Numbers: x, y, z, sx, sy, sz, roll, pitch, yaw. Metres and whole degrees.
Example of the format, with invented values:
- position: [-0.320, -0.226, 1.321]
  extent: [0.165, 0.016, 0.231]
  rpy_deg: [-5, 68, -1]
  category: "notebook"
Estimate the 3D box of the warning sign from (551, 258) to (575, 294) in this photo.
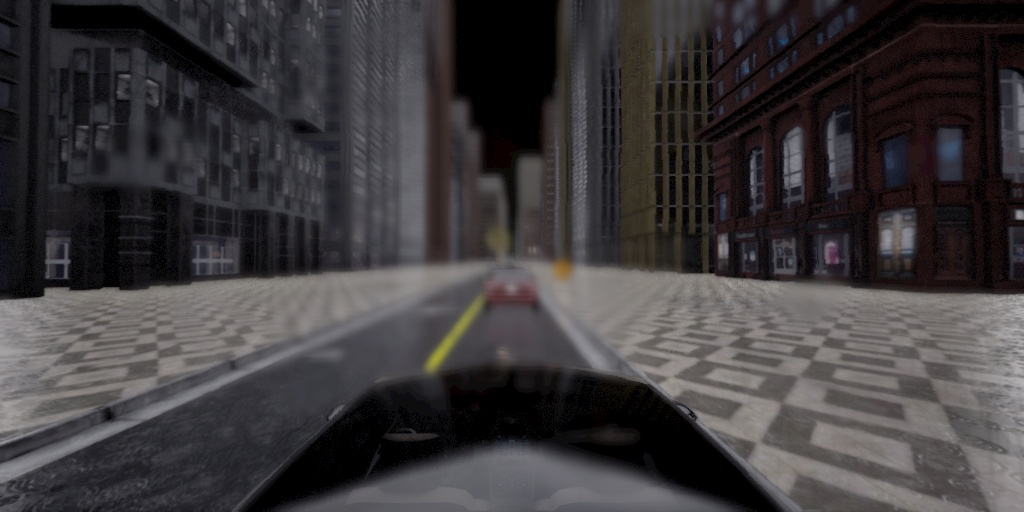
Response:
- position: [2.703, 1.043, 18.989]
  extent: [1.300, 1.860, 1.060]
  rpy_deg: [0, 0, 0]
  category: "warning sign"

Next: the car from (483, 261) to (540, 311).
- position: [0.009, 1.240, 15.291]
  extent: [2.097, 1.767, 4.553]
  rpy_deg: [0, -1, 0]
  category: "car"
